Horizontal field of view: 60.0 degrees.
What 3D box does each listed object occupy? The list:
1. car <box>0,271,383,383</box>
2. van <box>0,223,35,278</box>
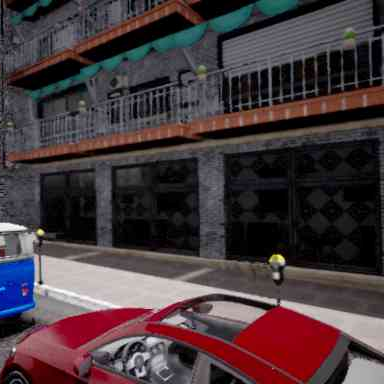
[{"bbox_3d":[0.045,1.594,2.858,4.206,1.307,1.802,-1,-1,36],"label":"car"},{"bbox_3d":[-4.591,1.397,6.171,3.998,1.788,1.690,-1,-1,36],"label":"van"}]
